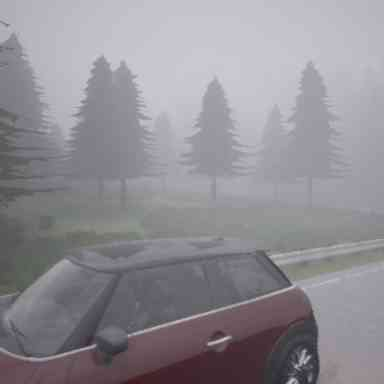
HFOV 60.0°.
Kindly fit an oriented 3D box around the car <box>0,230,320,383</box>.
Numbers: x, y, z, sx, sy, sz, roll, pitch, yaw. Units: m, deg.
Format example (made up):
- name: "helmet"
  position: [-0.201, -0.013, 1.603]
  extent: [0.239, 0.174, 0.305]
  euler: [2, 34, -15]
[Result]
- name: "car"
  position: [-0.774, 1.355, 3.392]
  extent: [4.553, 1.767, 2.097]
  euler: [0, 0, -35]
